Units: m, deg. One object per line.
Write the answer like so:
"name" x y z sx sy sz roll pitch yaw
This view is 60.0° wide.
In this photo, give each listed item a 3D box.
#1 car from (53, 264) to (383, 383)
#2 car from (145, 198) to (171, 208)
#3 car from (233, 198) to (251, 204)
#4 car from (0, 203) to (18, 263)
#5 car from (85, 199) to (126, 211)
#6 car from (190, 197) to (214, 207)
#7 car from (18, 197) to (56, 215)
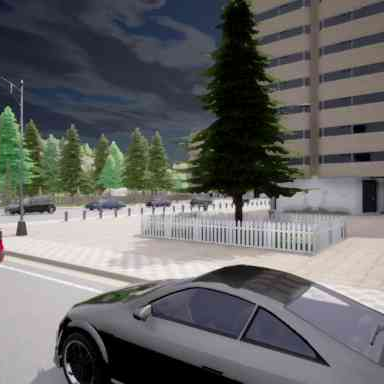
"car" 0.339 1.564 3.749 4.181 1.385 1.994 0 0 35
"car" -4.964 1.562 49.384 1.994 1.385 4.181 0 0 36
"car" 9.447 1.503 63.286 1.837 1.490 4.892 0 0 35
"car" -7.352 1.221 9.179 5.566 2.045 2.150 0 0 36
"car" -10.652 1.546 41.412 2.033 1.411 5.357 0 0 35
"car" 1.649 1.498 52.319 1.837 1.490 4.892 0 -2 35
"car" -16.226 1.350 33.574 2.097 1.767 4.553 0 0 35
